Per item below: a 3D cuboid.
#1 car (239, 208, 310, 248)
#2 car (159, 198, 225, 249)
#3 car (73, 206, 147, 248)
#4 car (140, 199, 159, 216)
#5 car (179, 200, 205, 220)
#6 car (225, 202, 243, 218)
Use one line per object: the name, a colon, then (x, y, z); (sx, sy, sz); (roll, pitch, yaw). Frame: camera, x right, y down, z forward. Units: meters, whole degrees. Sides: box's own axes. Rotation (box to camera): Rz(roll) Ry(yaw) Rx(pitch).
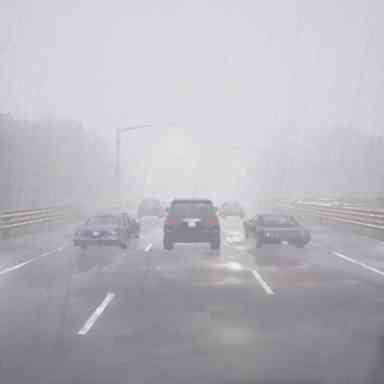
car: (3.500, 1.616, 14.680); (1.895, 1.301, 4.718); (0, 0, 0)
car: (0.000, 1.258, 14.680); (2.150, 2.045, 5.566); (0, 0, 0)
car: (-3.500, 1.563, 14.650); (2.033, 1.411, 5.357); (0, 0, 0)
car: (-3.500, 1.362, 29.620); (2.097, 1.767, 4.553); (0, 0, 0)
car: (0.000, 1.491, 29.650); (2.128, 1.511, 4.902); (0, 0, 0)
car: (3.500, 1.559, 29.650); (2.033, 1.411, 5.357); (0, 0, 0)
